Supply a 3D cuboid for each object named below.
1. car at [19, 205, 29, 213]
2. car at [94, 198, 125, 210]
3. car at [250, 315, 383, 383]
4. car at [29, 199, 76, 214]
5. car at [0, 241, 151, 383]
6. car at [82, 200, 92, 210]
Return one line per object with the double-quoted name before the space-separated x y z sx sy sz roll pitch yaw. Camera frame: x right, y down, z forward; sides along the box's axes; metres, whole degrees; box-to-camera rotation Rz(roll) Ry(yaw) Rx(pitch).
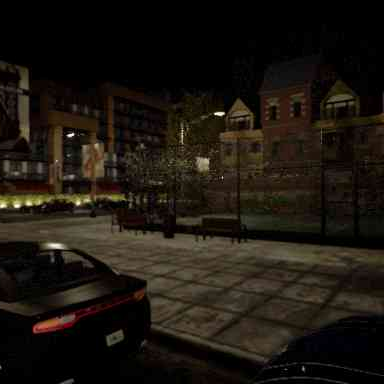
"car" -18.953 1.900 41.729 1.895 1.301 4.718 -1 0 35
"car" -11.012 1.764 46.989 2.128 1.511 4.902 -1 0 35
"car" 2.422 1.345 1.584 4.553 1.767 2.185 -1 0 35
"car" -16.242 1.625 39.495 2.097 1.767 4.553 -1 0 35
"car" -2.898 1.519 5.187 5.008 1.535 2.097 -1 0 35
"car" -13.857 1.651 49.030 2.097 1.767 4.553 -1 0 35
